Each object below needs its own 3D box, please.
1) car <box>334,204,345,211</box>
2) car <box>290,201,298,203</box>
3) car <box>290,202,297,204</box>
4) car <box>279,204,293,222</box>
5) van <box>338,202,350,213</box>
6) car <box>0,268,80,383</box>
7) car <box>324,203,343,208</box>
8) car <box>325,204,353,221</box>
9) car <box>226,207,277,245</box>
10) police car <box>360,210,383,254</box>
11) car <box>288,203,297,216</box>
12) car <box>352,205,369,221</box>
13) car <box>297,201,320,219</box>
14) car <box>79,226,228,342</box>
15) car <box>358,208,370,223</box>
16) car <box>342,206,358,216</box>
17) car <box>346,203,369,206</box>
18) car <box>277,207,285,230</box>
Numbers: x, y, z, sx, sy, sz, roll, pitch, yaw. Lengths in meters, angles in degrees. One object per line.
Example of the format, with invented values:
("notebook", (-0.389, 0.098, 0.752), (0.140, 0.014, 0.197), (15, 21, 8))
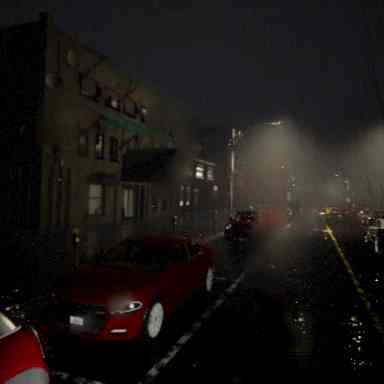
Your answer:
("car", (31.763, 3.280, 71.755), (1.752, 1.417, 4.829), (1, -1, 20))
("car", (18.151, 2.466, 58.825), (2.192, 1.841, 5.009), (1, -1, 20))
("car", (12.456, 2.396, 43.183), (1.802, 1.307, 4.206), (1, -1, 20))
("car", (8.663, 2.171, 32.756), (1.802, 1.307, 4.206), (1, -1, 20))
("van", (27.917, 2.869, 61.172), (1.690, 1.788, 3.998), (1, -1, 20))
("car", (-2.709, 1.354, 1.480), (1.967, 1.590, 4.097), (1, -1, 20))
("car", (20.714, 2.644, 49.233), (1.882, 1.535, 5.008), (2, -1, 20))
("car", (16.333, 2.397, 37.077), (2.128, 1.511, 4.902), (2, 0, 21))
("car", (2.979, 1.692, 17.119), (1.967, 1.590, 4.097), (1, -1, 20))
("police car", (9.426, 1.900, 15.563), (1.930, 1.638, 5.238), (2, -1, 20))
("car", (10.560, 2.252, 37.970), (2.008, 1.369, 4.403), (1, -1, 20))
("car", (18.490, 2.495, 35.263), (1.752, 1.417, 4.829), (1, -1, 20))
("car", (13.949, 2.189, 39.395), (2.097, 1.767, 4.553), (2, 0, 20))
("car", (-0.816, 1.571, 6.692), (1.887, 1.381, 4.507), (1, -1, 20))
("car", (16.535, 2.420, 29.891), (1.947, 1.339, 4.313), (1, -1, 20))
("car", (24.118, 2.885, 50.743), (1.802, 1.307, 4.206), (1, -1, 20))
("car", (20.334, 2.394, 40.320), (2.192, 1.841, 5.009), (1, -1, 20))
("car", (4.872, 1.909, 22.331), (1.887, 1.381, 4.507), (1, -1, 20))
